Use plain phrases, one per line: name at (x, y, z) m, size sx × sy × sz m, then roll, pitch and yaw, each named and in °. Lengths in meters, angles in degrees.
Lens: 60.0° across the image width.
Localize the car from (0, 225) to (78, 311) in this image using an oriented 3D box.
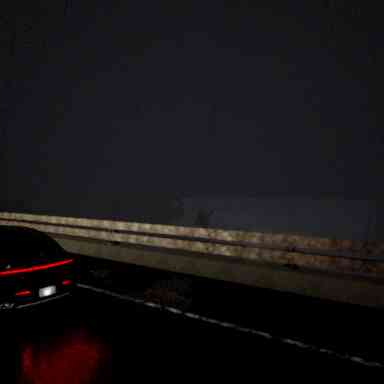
car at (-4.490, 1.481, 7.232) m, size 4.892 × 1.490 × 1.837 m, roll 0°, pitch 0°, yaw 36°
